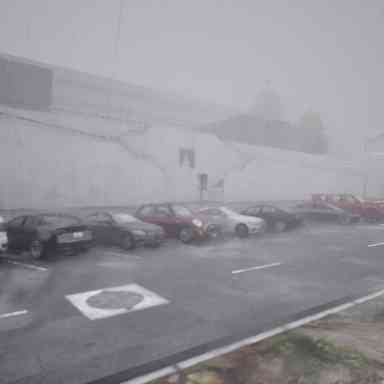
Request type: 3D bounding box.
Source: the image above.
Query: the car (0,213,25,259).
[{"bbox_3d":[-8.183,1.238,10.755,5.566,2.045,2.435,-1,-1,35],"label":"car"}]

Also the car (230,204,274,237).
[{"bbox_3d":[1.625,1.510,17.710,4.674,1.452,2.002,-1,-1,35],"label":"car"}]

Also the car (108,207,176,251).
[{"bbox_3d":[-3.262,1.532,14.229,4.674,1.452,2.002,-1,-1,35],"label":"car"}]

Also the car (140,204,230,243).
[{"bbox_3d":[-0.845,1.355,15.987,4.553,1.767,2.185,-1,-1,35],"label":"car"}]

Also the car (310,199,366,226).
[{"bbox_3d":[8.986,1.451,22.918,4.792,1.488,2.163,-1,-1,35],"label":"car"}]

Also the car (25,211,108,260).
[{"bbox_3d":[-5.739,1.520,12.493,4.792,1.488,2.163,-1,-1,35],"label":"car"}]

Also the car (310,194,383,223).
[{"bbox_3d":[11.428,1.156,24.664,5.566,2.045,2.435,-1,-1,35],"label":"car"}]

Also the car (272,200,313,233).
[{"bbox_3d":[4.074,1.455,19.443,5.008,1.535,2.097,-1,0,35],"label":"car"}]
